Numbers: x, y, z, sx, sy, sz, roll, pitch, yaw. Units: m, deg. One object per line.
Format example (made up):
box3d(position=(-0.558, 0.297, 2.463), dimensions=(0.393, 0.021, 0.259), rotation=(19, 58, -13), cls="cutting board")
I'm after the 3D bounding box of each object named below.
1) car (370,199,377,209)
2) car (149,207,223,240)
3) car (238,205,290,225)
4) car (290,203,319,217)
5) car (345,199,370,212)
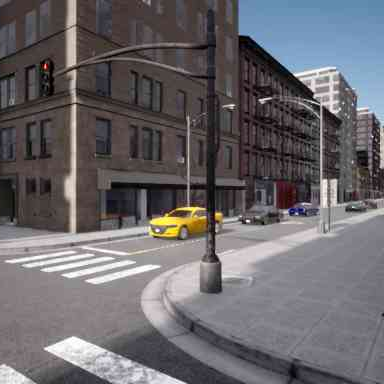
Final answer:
box3d(position=(27.672, 1.844, 51.910), dimensions=(1.837, 1.490, 4.892), rotation=(0, 0, 36), cls="car")
box3d(position=(-0.198, 1.575, 17.882), dimensions=(1.882, 1.535, 5.008), rotation=(0, 0, 35), cls="car")
box3d(position=(5.542, 1.704, 25.941), dimensions=(2.033, 1.411, 5.357), rotation=(0, 0, 35), cls="car")
box3d(position=(11.528, 1.815, 34.321), dimensions=(1.895, 1.301, 4.718), rotation=(0, 0, 36), cls="car")
box3d(position=(21.082, 1.846, 42.666), dimensions=(1.994, 1.385, 4.181), rotation=(0, 0, 36), cls="car")
